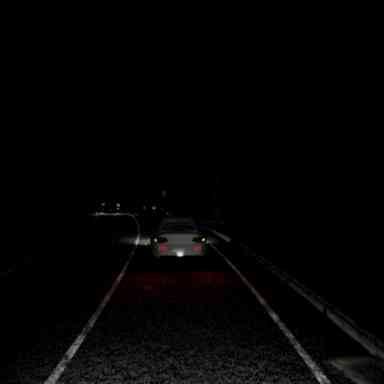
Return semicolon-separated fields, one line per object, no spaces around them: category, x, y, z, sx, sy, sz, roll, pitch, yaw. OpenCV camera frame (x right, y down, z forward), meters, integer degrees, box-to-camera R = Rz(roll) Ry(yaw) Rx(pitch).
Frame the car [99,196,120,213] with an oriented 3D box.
car;-9.358;1.386;37.640;2.097;1.767;4.553;2;-1;-19

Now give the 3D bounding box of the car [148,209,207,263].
car;-0.565;1.556;11.967;1.812;1.442;4.674;0;0;-6

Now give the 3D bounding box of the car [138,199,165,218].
car;-3.849;1.455;30.957;2.097;1.767;4.553;1;-1;-14
